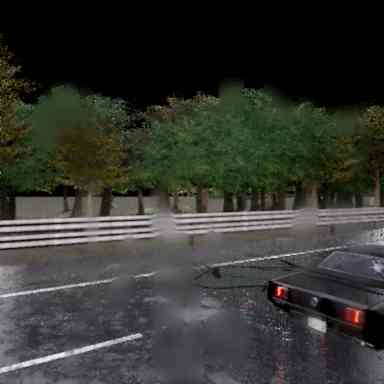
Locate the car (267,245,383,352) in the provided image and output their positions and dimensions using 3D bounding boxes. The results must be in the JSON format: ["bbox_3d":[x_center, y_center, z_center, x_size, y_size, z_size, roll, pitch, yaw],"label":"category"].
[{"bbox_3d":[3.675,1.659,6.058,4.718,1.301,1.895,1,0,-33],"label":"car"}]
